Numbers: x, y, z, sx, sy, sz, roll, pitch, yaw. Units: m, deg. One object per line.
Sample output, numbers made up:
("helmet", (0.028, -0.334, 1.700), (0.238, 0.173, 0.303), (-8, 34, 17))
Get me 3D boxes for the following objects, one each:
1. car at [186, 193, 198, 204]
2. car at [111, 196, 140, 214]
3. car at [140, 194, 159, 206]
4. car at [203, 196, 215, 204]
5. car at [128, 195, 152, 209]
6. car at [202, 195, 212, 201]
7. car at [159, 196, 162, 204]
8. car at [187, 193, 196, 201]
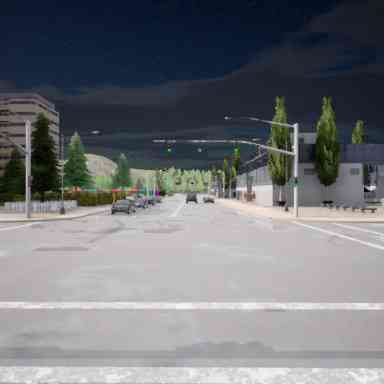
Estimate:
("car", (-0.049, 1.244, 66.176), (2.150, 2.045, 5.566), (0, 0, 0))
("car", (-7.143, 1.517, 35.027), (1.837, 1.490, 4.892), (0, 0, 1))
("car", (-7.126, 1.566, 55.236), (2.033, 1.411, 5.357), (0, 0, 0))
("car", (3.451, 1.624, 66.552), (1.895, 1.301, 4.718), (0, 0, 0))
("car", (-7.122, 1.508, 45.307), (2.128, 1.511, 4.902), (0, 0, 0))
("car", (3.443, 1.477, 76.860), (1.895, 1.301, 4.718), (0, 0, 0))
("car", (-7.081, 1.529, 66.068), (1.837, 1.490, 4.892), (0, 0, 0))
("car", (-0.057, 1.237, 76.798), (2.097, 1.767, 4.553), (0, 0, 0))
